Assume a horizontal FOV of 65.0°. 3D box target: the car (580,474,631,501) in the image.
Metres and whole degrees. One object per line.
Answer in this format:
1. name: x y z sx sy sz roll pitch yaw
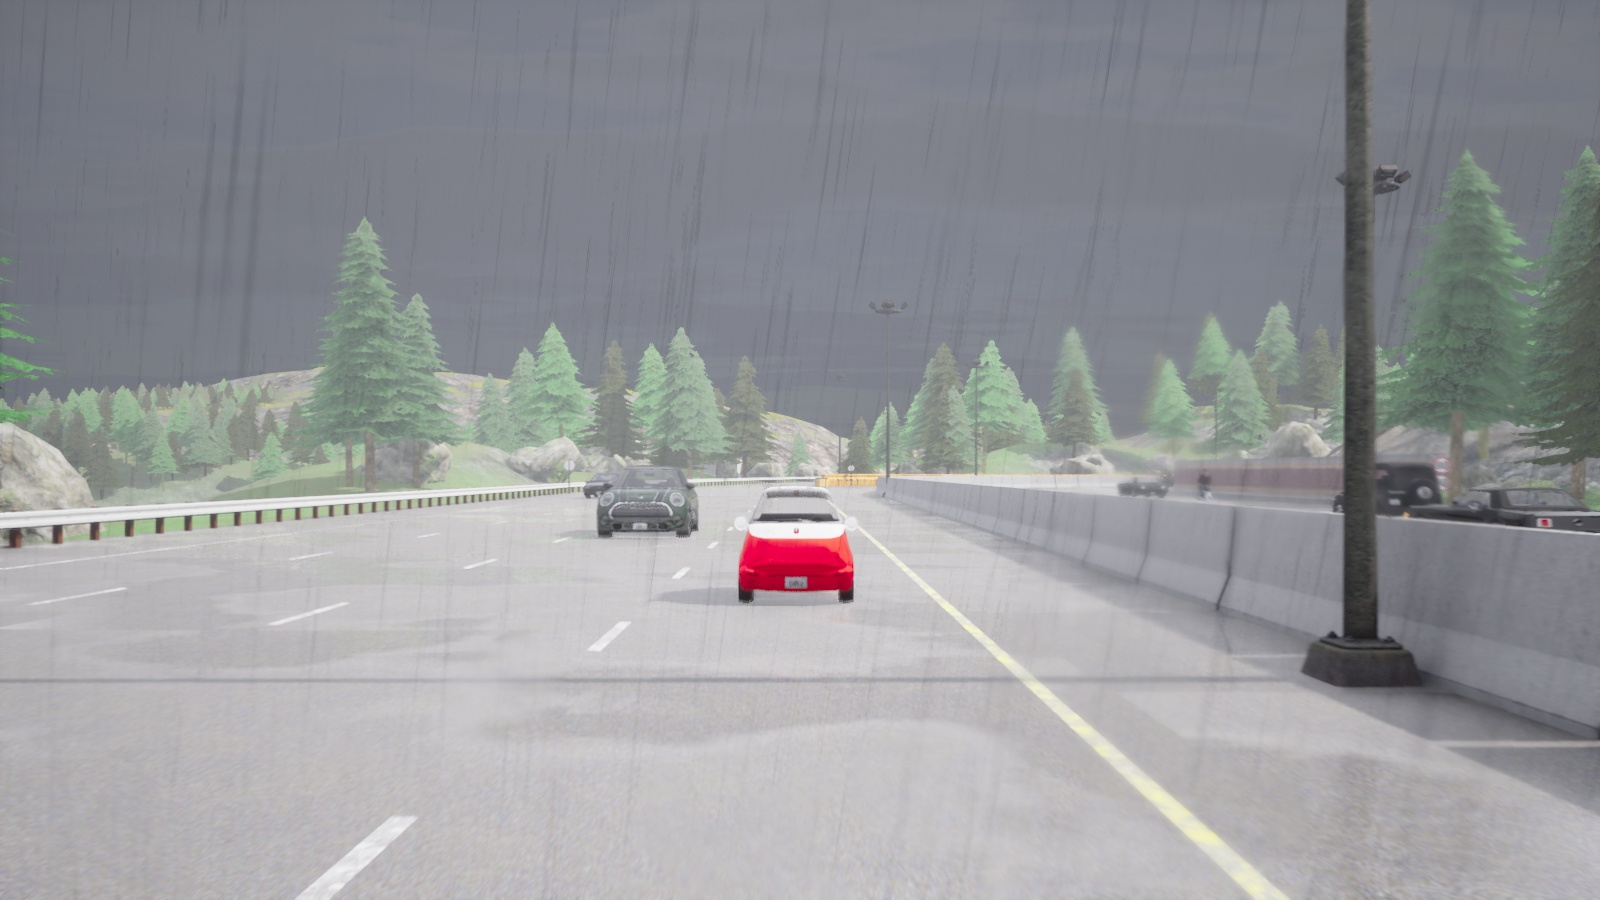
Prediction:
1. car: -10.765 2.074 69.898 2.033 1.411 5.357 0 -1 0

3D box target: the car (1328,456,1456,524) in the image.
1. car: 17.385 1.160 37.097 1.905 1.878 3.866 0 -1 0

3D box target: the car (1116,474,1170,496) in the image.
1. car: 20.687 2.102 75.927 1.895 1.301 4.718 0 -1 0

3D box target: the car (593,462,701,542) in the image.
1. car: -3.589 1.192 30.184 2.097 1.767 4.553 0 -1 -1

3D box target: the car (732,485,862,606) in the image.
1. car: -0.036 1.128 15.494 1.481 1.376 2.207 0 -1 0

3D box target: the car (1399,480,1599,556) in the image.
1. car: 13.941 1.275 24.840 1.895 1.301 4.718 0 -1 0
